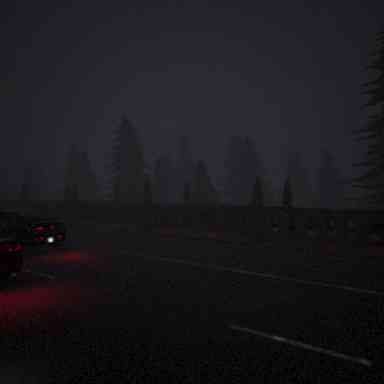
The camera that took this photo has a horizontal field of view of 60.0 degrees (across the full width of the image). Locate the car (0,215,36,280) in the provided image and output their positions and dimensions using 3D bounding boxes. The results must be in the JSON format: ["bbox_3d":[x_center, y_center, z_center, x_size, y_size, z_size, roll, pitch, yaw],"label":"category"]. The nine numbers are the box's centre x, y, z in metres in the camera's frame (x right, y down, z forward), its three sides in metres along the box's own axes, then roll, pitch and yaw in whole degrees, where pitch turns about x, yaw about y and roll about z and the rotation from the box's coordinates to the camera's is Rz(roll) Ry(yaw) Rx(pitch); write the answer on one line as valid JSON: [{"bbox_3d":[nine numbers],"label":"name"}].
[{"bbox_3d":[-6.324,1.428,8.505,5.008,1.535,1.882,0,0,36],"label":"car"}]

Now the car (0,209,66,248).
[{"bbox_3d":[-7.023,1.438,13.304,4.892,1.490,1.837,1,0,36],"label":"car"}]
